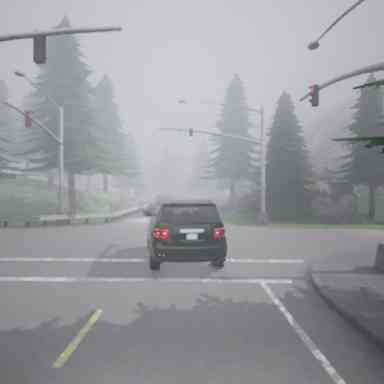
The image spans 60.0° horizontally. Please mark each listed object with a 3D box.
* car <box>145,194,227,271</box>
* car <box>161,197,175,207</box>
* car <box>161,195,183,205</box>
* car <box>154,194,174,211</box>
[{"bbox_3d":[-0.394,1.243,11.288,2.150,2.045,5.566,0,0,-8],"label":"car"},{"bbox_3d":[-3.869,1.611,53.464,1.837,1.490,4.892,0,0,-8],"label":"car"},{"bbox_3d":[-3.910,1.479,63.798,2.097,1.767,4.553,0,0,-35],"label":"car"},{"bbox_3d":[-3.581,1.307,43.035,2.150,2.045,5.566,0,0,-1],"label":"car"}]
